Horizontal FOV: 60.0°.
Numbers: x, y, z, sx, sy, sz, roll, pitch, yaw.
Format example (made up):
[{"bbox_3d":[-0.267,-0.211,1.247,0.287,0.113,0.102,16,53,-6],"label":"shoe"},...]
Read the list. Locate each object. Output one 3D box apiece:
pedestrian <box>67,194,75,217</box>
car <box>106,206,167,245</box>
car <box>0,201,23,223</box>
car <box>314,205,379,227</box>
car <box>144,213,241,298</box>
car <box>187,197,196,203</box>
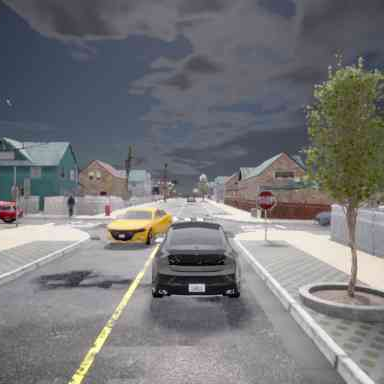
[{"bbox_3d":[-9.688,1.047,26.608,0.375,1.860,0.375,0,-2,0],"label":"pedestrian"},{"bbox_3d":[-2.328,1.473,15.745,1.882,1.535,5.008,0,1,11],"label":"car"},{"bbox_3d":[-13.623,0.941,20.747,5.566,2.045,2.150,1,-1,-1],"label":"car"},{"bbox_3d":[11.203,1.679,23.763,4.553,1.767,2.097,1,-1,1],"label":"car"},{"bbox_3d":[0.080,1.510,8.513,1.837,1.490,4.892,0,0,0],"label":"car"},{"bbox_3d":[-0.167,1.750,75.671,1.994,1.385,4.181,0,0,0],"label":"car"}]
